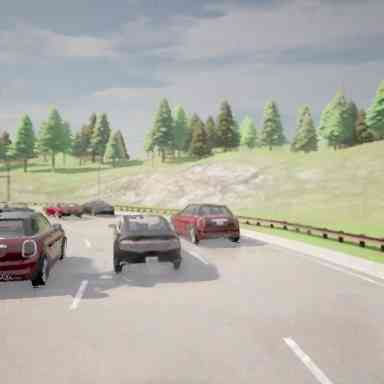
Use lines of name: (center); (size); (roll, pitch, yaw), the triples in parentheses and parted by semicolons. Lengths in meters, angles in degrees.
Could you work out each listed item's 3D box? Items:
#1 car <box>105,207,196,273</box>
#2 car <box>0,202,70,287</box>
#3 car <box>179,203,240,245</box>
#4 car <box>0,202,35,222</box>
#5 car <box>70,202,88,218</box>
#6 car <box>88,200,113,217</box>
car: (-1.584, 1.455, 10.629); (2.128, 1.511, 4.902); (0, 0, -14)
car: (-4.841, 1.319, 9.190); (2.097, 1.767, 4.553); (0, 0, -13)
car: (0.426, 1.296, 15.611); (2.097, 1.767, 4.553); (0, 0, -20)
car: (-14.215, 1.510, 26.276); (1.895, 1.301, 4.718); (0, 0, -43)
car: (-10.801, 1.505, 27.707); (1.895, 1.301, 4.718); (0, 0, -41)
car: (-8.857, 1.458, 30.597); (1.994, 1.385, 4.181); (0, 0, -42)
